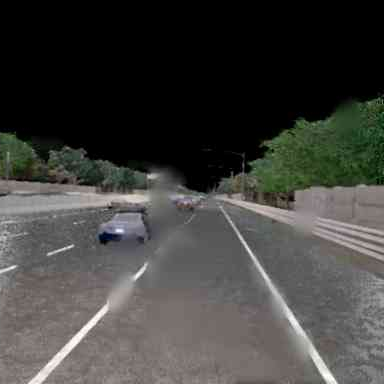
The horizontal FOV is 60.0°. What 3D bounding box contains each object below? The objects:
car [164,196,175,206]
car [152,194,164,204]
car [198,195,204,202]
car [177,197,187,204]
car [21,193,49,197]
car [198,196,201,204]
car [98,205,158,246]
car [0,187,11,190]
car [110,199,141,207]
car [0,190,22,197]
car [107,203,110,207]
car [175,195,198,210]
[{"bbox_3d":[-3.430,1.726,61.461,1.882,1.535,5.008,3,0,3],"label":"car"},{"bbox_3d":[-6.611,1.367,66.735,2.150,2.045,5.566,3,0,3],"label":"car"},{"bbox_3d":[1.395,2.167,84.201,1.812,1.442,4.674,3,0,3],"label":"car"},{"bbox_3d":[-2.324,1.924,80.448,1.882,1.535,5.008,3,0,3],"label":"car"},{"bbox_3d":[-18.707,0.992,41.274,1.994,1.385,4.181,3,0,4],"label":"car"},{"bbox_3d":[0.175,1.969,63.215,2.033,1.411,5.357,3,0,3],"label":"car"},{"bbox_3d":[-2.776,1.537,15.334,1.994,1.385,4.181,3,0,4],"label":"car"},{"bbox_3d":[-25.572,0.354,43.074,2.150,2.045,5.566,3,0,4],"label":"car"},{"bbox_3d":[-5.370,1.548,29.544,1.895,1.301,4.718,3,0,4],"label":"car"},{"bbox_3d":[-22.147,0.845,42.246,1.994,1.385,4.181,3,0,4],"label":"car"},{"bbox_3d":[-8.303,1.475,38.750,1.895,1.301,4.718,3,0,4],"label":"car"},{"bbox_3d":[-0.773,1.616,47.209,2.097,1.767,4.553,3,0,3],"label":"car"}]
